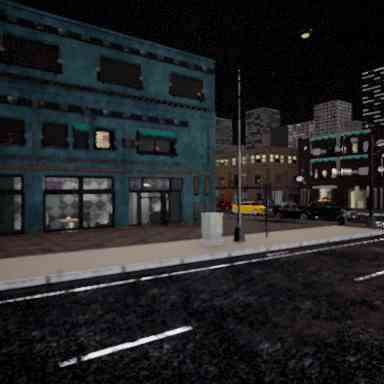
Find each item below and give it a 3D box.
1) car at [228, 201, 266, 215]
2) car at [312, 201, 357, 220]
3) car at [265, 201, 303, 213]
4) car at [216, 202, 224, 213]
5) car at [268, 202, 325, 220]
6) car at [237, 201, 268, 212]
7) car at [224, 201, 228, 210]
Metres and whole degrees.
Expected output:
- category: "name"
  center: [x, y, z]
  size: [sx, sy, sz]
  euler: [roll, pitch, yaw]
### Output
- category: "car"
  center: [6.975, 1.877, 39.409]
  size: [1.882, 1.535, 5.008]
  euler: [-1, 0, -35]
- category: "car"
  center: [12.897, 1.633, 31.008]
  size: [2.097, 1.767, 4.553]
  euler: [-1, 0, -34]
- category: "car"
  center: [11.746, 1.907, 42.678]
  size: [2.008, 1.369, 4.403]
  euler: [-1, 0, -35]
- category: "car"
  center: [1.707, 1.920, 42.333]
  size: [1.967, 1.590, 4.097]
  euler: [-1, 0, -35]
- category: "car"
  center: [9.651, 1.887, 30.952]
  size: [1.947, 1.339, 4.313]
  euler: [-1, 0, -35]
- category: "car"
  center: [8.540, 2.002, 47.190]
  size: [1.802, 1.307, 4.206]
  euler: [-1, 0, -35]
- category: "car"
  center: [5.334, 2.064, 51.701]
  size: [1.802, 1.307, 4.206]
  euler: [-1, 0, -35]
